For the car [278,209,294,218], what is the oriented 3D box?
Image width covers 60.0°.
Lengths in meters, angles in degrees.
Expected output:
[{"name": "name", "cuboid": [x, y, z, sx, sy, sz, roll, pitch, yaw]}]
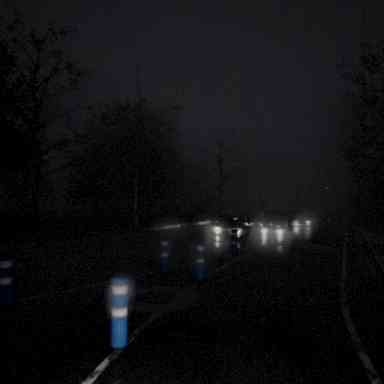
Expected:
[{"name": "car", "cuboid": [15.616, 3.556, 55.149, 1.895, 1.301, 4.718, 1, -2, 24]}]

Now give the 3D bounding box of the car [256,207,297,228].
[{"name": "car", "cuboid": [7.435, 2.309, 28.804, 2.033, 1.411, 5.357, 1, -2, 25]}]

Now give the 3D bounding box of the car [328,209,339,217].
[{"name": "car", "cuboid": [26.990, 4.034, 63.531, 1.895, 1.301, 4.718, 1, -1, 24]}]

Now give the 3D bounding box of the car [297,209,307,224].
[{"name": "car", "cuboid": [11.265, 2.740, 37.177, 1.994, 1.385, 4.181, 1, -2, 25]}]

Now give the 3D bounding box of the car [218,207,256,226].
[{"name": "car", "cuboid": [3.882, 2.156, 29.463, 1.882, 1.535, 5.008, 1, -2, 25]}]

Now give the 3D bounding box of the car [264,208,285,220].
[{"name": "car", "cuboid": [11.500, 3.007, 46.005, 1.837, 1.490, 4.892, 1, -2, 25]}]

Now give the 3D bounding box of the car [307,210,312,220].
[{"name": "car", "cuboid": [15.564, 3.166, 46.475, 1.812, 1.442, 4.674, 1, -2, 24]}]

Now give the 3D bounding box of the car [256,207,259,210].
[{"name": "car", "cuboid": [7.699, 2.441, 37.747, 2.097, 1.767, 4.553, 1, -2, 24]}]

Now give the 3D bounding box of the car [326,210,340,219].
[{"name": "car", "cuboid": [22.852, 3.626, 54.186, 2.128, 1.511, 4.902, 1, -2, 24]}]
